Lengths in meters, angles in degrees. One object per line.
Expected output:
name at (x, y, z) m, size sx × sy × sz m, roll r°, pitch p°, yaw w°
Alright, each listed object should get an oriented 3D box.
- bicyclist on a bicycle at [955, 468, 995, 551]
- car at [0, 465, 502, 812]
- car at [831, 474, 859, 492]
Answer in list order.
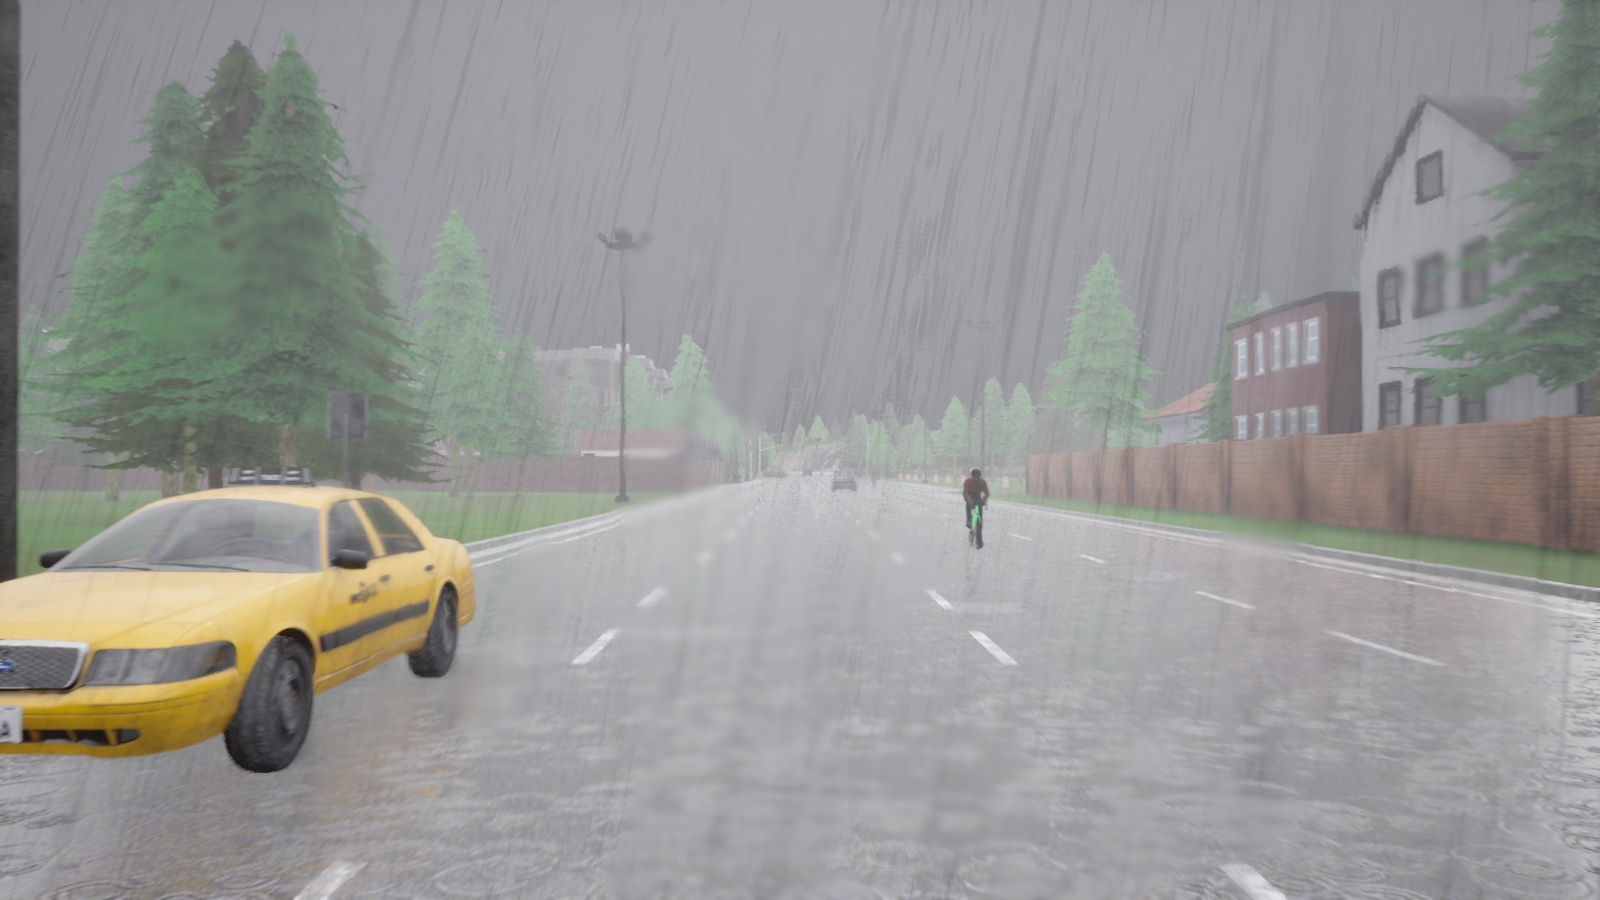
bicyclist on a bicycle at (3.557, 1.181, 25.571) m, size 0.582 × 1.620 × 1.656 m, roll 0°, pitch -1°, yaw 1°
car at (-3.526, 0.910, 8.423) m, size 1.801 × 1.575 × 5.366 m, roll 0°, pitch -1°, yaw 0°
car at (3.380, 2.494, 95.294) m, size 1.895 × 1.301 × 4.718 m, roll 0°, pitch -1°, yaw 0°
